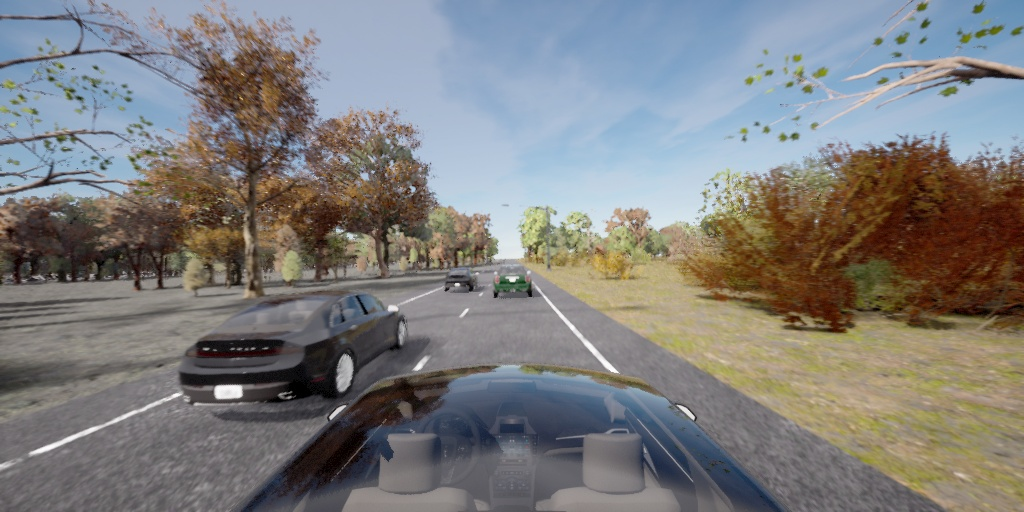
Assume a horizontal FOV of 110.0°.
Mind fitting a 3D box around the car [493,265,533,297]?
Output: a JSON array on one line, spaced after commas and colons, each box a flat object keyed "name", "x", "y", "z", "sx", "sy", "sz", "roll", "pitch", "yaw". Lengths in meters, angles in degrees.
[{"name": "car", "x": 0.039, "y": 1.280, "z": 20.602, "sx": 2.097, "sy": 1.767, "sz": 4.553, "roll": -2, "pitch": -1, "yaw": 0}]

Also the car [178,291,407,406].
[{"name": "car", "x": -3.409, "y": 1.395, "z": 6.697, "sx": 1.837, "sy": 1.490, "sz": 4.892, "roll": -2, "pitch": -1, "yaw": -1}]

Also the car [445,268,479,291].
[{"name": "car", "x": -3.428, "y": 1.570, "z": 24.906, "sx": 1.837, "sy": 1.490, "sz": 4.892, "roll": -2, "pitch": -1, "yaw": 0}]
